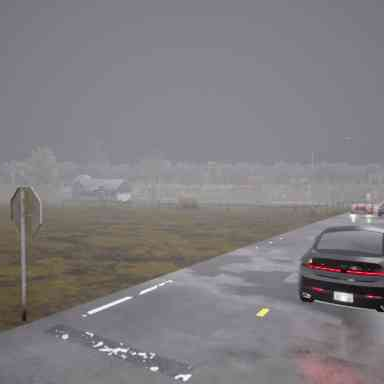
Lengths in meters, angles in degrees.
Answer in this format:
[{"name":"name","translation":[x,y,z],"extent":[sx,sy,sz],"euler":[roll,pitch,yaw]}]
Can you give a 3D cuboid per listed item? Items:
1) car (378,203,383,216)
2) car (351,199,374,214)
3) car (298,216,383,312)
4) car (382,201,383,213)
[{"name":"car","translation":[20.272,1.796,34.106],"extent":[1.994,1.385,4.181],"euler":[0,-1,32]},{"name":"car","translation":[20.031,1.644,39.049],"extent":[2.097,1.767,4.553],"euler":[0,-1,32]},{"name":"car","translation":[3.812,1.517,7.633],"extent":[1.837,1.490,4.892],"euler":[0,0,32]},{"name":"car","translation":[25.428,1.896,42.540],"extent":[1.812,1.442,4.674],"euler":[0,-1,32]}]
